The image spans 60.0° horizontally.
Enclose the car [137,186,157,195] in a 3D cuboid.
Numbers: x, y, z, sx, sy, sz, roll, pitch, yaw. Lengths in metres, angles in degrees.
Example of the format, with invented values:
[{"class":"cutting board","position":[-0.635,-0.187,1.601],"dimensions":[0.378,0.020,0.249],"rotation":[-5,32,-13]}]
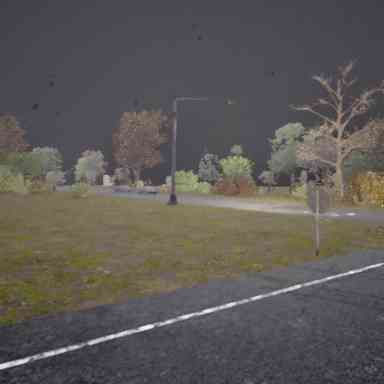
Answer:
[{"class":"car","position":[-7.474,-0.279,55.323],"dimensions":[1.994,1.385,4.181],"rotation":[0,2,-36]}]

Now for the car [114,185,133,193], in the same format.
[{"class":"car","position":[-13.063,-0.604,63.118],"dimensions":[2.033,1.411,5.357],"rotation":[0,2,-36]}]
